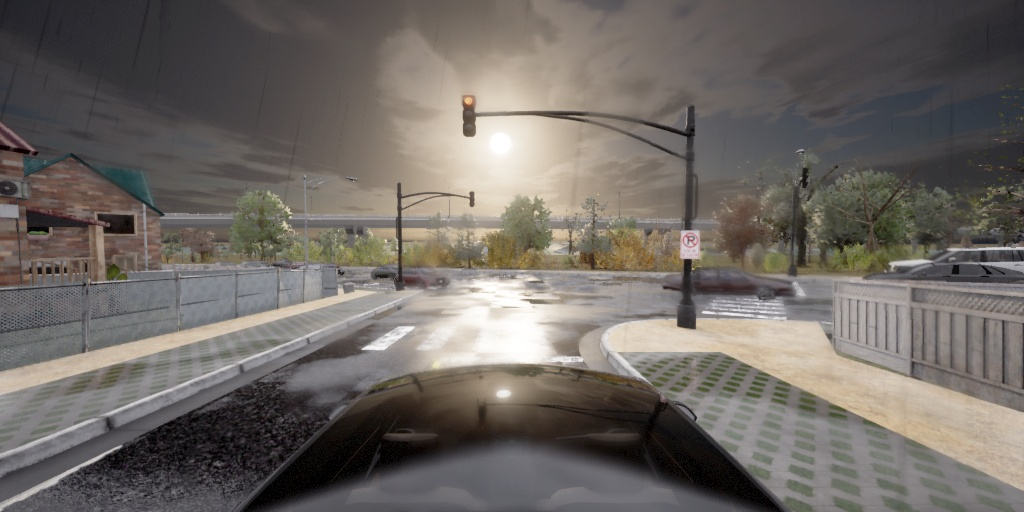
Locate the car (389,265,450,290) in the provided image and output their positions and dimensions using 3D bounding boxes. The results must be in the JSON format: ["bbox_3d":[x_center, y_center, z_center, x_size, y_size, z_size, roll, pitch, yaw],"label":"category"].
[{"bbox_3d":[-6.118,1.480,24.370,4.181,1.385,1.994,0,2,40],"label":"car"}]

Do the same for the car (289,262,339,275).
[{"bbox_3d":[-18.657,1.539,33.663,4.674,1.442,1.812,0,2,36],"label":"car"}]

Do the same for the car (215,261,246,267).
[{"bbox_3d":[-37.791,1.528,47.600,4.553,1.767,2.097,0,2,36],"label":"car"}]

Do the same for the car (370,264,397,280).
[{"bbox_3d":[-10.730,1.417,31.934,4.181,1.385,1.994,0,2,36],"label":"car"}]

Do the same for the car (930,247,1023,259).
[{"bbox_3d":[21.506,0.611,16.833,5.566,2.045,2.150,0,2,36],"label":"car"}]

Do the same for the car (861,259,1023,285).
[{"bbox_3d":[18.203,1.017,15.226,4.892,1.490,1.837,-1,2,36],"label":"car"}]

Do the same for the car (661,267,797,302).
[{"bbox_3d":[9.995,1.229,16.918,5.357,1.411,2.033,0,2,36],"label":"car"}]

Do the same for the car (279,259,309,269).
[{"bbox_3d":[-30.325,1.443,50.377,4.674,1.442,1.812,-1,2,35],"label":"car"}]

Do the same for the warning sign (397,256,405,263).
[{"bbox_3d":[-14.327,0.719,46.220,1.060,1.860,1.300,0,0,36],"label":"warning sign"}]

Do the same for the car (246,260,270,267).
[{"bbox_3d":[-36.655,1.423,50.801,4.553,1.767,2.097,0,2,36],"label":"car"}]

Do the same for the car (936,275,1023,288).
[{"bbox_3d":[14.978,1.336,9.308,4.718,1.301,1.895,-1,2,36],"label":"car"}]

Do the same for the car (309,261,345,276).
[{"bbox_3d":[-19.755,1.490,38.473,4.181,1.385,1.994,0,2,36],"label":"car"}]
